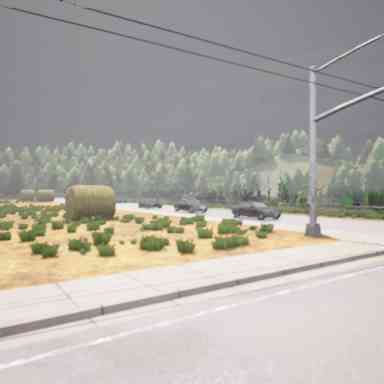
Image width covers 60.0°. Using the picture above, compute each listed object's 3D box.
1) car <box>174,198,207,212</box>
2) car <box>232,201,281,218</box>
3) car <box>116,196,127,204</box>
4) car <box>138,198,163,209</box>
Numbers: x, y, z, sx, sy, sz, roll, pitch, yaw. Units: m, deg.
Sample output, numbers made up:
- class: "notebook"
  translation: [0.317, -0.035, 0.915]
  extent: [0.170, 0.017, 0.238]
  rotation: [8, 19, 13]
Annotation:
- class: "car"
  translation: [-0.173, 1.456, 35.624]
  extent: [2.128, 1.511, 4.902]
  rotation: [0, 0, -33]
- class: "car"
  translation: [5.169, 1.491, 27.296]
  extent: [1.812, 1.442, 4.674]
  rotation: [0, 0, -33]
- class: "car"
  translation: [-14.134, 1.527, 64.352]
  extent: [1.994, 1.385, 4.181]
  rotation: [0, 0, -32]
- class: "car"
  translation: [-5.525, 1.528, 44.030]
  extent: [1.994, 1.385, 4.181]
  rotation: [0, 0, -32]
